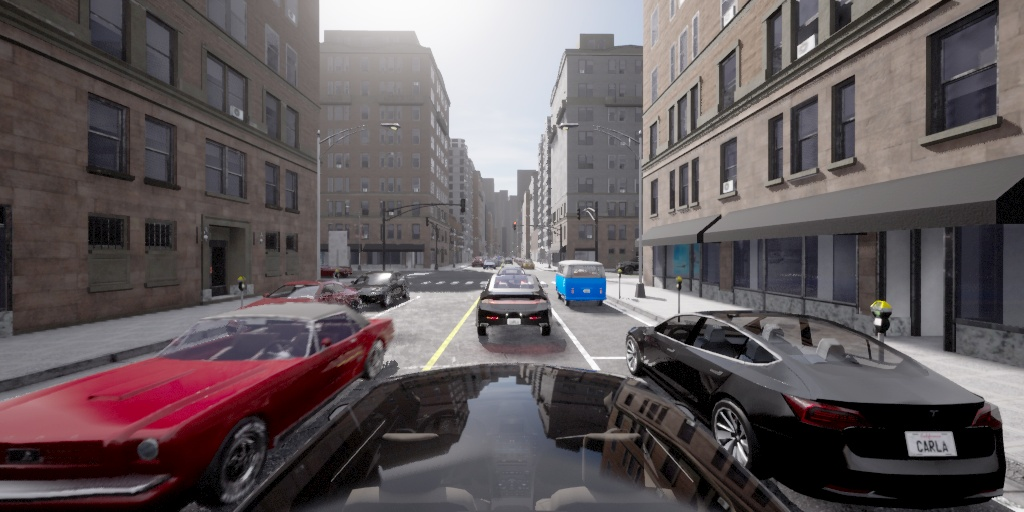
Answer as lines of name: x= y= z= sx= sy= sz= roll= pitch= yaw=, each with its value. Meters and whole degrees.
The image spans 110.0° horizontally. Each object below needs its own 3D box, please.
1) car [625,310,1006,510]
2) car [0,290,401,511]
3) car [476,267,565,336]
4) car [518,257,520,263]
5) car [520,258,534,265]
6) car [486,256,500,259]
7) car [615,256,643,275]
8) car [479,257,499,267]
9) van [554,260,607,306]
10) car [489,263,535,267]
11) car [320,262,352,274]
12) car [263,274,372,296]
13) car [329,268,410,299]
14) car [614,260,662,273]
car: x=2.852 y=1.316 z=4.522 sx=1.948 sy=1.339 sz=4.313 roll=0 pitch=0 yaw=0
car: x=-3.104 y=1.351 z=4.483 sx=1.895 sy=1.301 sz=4.718 roll=0 pitch=0 yaw=0
car: x=0.057 y=1.241 z=10.388 sx=2.128 sy=1.511 sz=4.902 roll=0 pitch=0 yaw=0
car: x=2.462 y=1.179 z=60.133 sx=1.967 sy=1.591 sz=4.097 roll=0 pitch=0 yaw=-1
car: x=2.546 y=1.267 z=54.778 sx=1.751 sy=1.417 sz=4.829 roll=0 pitch=0 yaw=-1
car: x=-3.527 y=1.240 z=64.633 sx=1.837 sy=1.490 sz=4.892 roll=0 pitch=1 yaw=-1
car: x=14.107 y=0.964 z=38.823 sx=5.566 sy=2.045 sz=2.150 roll=0 pitch=0 yaw=-1
car: x=-3.410 y=1.290 z=54.939 sx=2.033 sy=1.411 sz=5.357 roll=0 pitch=0 yaw=-1
van: x=2.831 y=1.090 z=15.419 sx=1.690 sy=1.789 sz=3.998 roll=0 pitch=0 yaw=0
car: x=-0.034 y=1.297 z=20.131 sx=2.033 sy=1.411 sz=5.357 roll=0 pitch=0 yaw=0
car: x=-16.657 y=1.340 z=31.695 sx=4.718 sy=1.301 sz=1.895 roll=0 pitch=0 yaw=-1
car: x=-5.683 y=1.332 z=9.942 sx=1.802 sy=1.307 sz=4.207 roll=0 pitch=0 yaw=0
car: x=-5.694 y=1.315 z=15.393 sx=1.948 sy=1.339 sz=4.313 roll=0 pitch=0 yaw=0
car: x=14.726 y=1.211 z=42.081 sx=5.008 sy=1.535 sz=1.882 roll=0 pitch=0 yaw=-1
